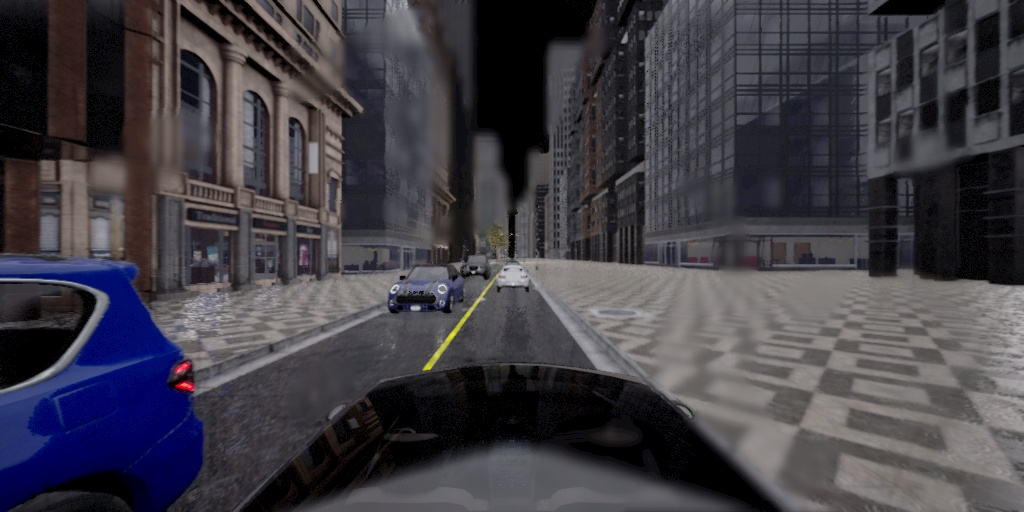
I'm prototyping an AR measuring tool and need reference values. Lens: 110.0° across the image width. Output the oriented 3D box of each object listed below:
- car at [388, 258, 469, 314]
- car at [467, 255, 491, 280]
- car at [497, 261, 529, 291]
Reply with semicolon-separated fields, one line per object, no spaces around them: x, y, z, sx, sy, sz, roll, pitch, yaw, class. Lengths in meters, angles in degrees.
-3.075;1.094;13.720;2.097;1.767;4.553;0;0;0;car
-3.000;0.942;30.781;2.150;2.045;5.566;0;0;0;car
0.065;1.256;21.414;1.812;1.442;4.674;0;0;0;car
